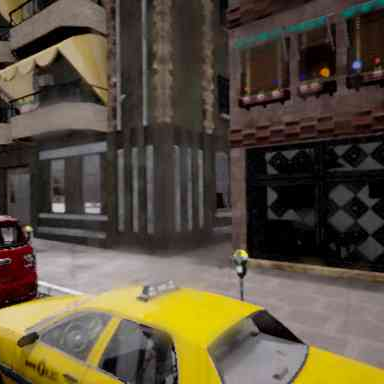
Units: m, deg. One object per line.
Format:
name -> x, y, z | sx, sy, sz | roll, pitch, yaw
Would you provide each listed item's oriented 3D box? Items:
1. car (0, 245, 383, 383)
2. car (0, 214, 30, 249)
car -> -0.530, 1.524, 3.269 | 4.829, 1.417, 1.752 | 0, -1, 36
car -> -5.020, 1.311, 6.476 | 5.009, 1.841, 2.192 | 0, -1, 36
